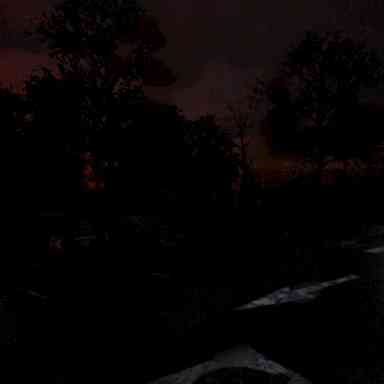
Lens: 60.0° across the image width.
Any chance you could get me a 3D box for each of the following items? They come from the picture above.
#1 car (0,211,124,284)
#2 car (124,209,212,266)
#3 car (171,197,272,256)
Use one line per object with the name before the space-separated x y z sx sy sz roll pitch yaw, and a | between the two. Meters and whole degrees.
car | -4.494 1.360 9.782 4.553 1.767 2.185 -1 0 34
car | -2.064 1.487 11.565 4.892 1.521 2.231 -1 -1 34
car | 0.368 1.234 13.329 5.566 2.045 2.435 -1 0 34
